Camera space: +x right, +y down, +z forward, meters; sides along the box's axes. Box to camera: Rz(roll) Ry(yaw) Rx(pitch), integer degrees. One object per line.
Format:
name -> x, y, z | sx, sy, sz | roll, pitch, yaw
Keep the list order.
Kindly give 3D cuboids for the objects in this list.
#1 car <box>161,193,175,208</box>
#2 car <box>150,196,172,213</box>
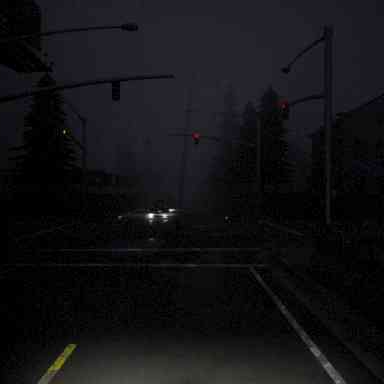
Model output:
car -> -3.589, 1.221, 47.894 | 2.150, 2.045, 5.566 | 0, 0, 1
car -> -3.600, 1.505, 37.429 | 1.837, 1.490, 4.892 | 0, 0, 0
